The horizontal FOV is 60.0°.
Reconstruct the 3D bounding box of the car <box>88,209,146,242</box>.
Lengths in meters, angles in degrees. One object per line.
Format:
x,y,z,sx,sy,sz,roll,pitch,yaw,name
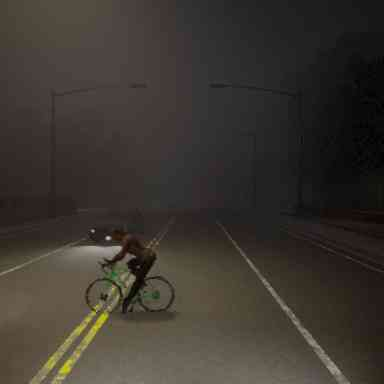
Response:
-3.476,1.548,16.564,2.033,1.411,5.357,0,0,1,car

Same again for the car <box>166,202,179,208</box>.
-3.226,2.361,55.495,2.128,1.511,4.902,0,-9,0,car

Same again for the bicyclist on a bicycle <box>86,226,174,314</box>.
-1.164,1.455,6.147,1.656,1.620,0.582,-2,0,0,bicyclist on a bicycle

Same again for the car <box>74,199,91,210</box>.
-16.071,1.547,43.354,5.357,1.411,2.033,0,0,0,car
